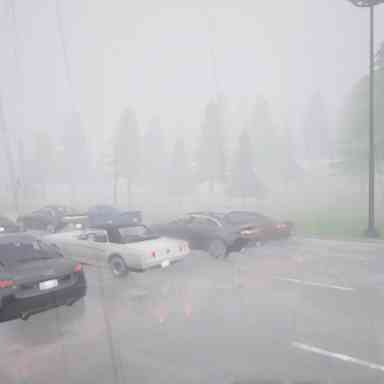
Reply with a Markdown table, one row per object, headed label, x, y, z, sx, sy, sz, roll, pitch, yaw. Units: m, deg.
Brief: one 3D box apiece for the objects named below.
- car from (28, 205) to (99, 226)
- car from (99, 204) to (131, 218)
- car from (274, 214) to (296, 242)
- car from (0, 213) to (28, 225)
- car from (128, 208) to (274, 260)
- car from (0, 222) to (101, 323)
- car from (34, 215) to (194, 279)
| label | x | y | z | sx | sy | sz | roll | pitch | yaw |
| --- | --- | --- | --- | --- | --- | --- | --- | --- | --- |
| car | -7.620 | 1.478 | 18.008 | 4.902 | 1.511 | 2.128 | 0 | 0 | 36 |
| car | -5.292 | 1.465 | 20.648 | 5.008 | 1.535 | 1.882 | 0 | 0 | 36 |
| car | 2.329 | 1.521 | 15.195 | 4.674 | 1.442 | 1.812 | 0 | 0 | 36 |
| car | -9.693 | 1.550 | 15.187 | 4.181 | 1.385 | 1.994 | 0 | 0 | 36 |
| car | 0.233 | 1.486 | 12.391 | 4.902 | 1.511 | 2.128 | 0 | 0 | 36 |
| car | -4.096 | 1.558 | 6.871 | 4.181 | 1.385 | 1.994 | 0 | 0 | 35 |
| car | -2.496 | 1.594 | 10.039 | 4.718 | 1.301 | 1.895 | 0 | 0 | 36 |
